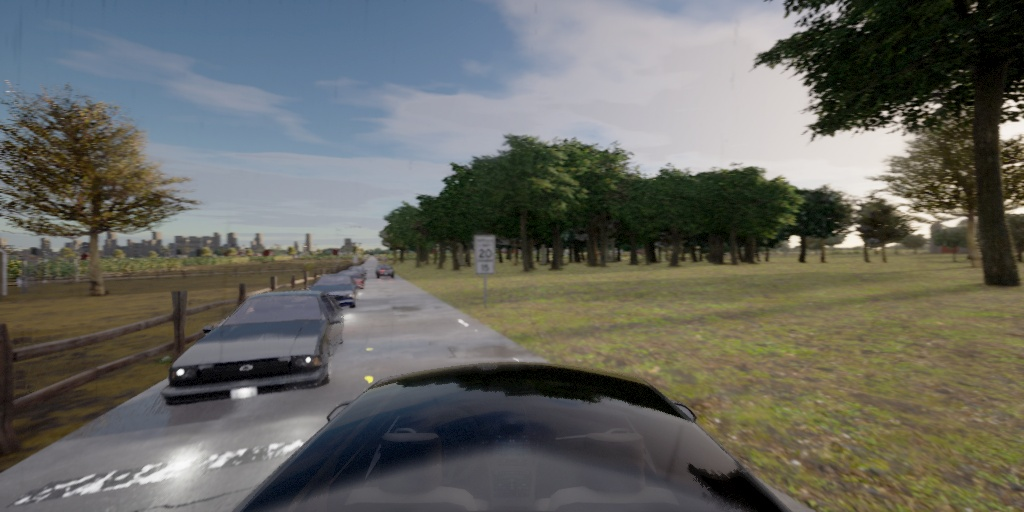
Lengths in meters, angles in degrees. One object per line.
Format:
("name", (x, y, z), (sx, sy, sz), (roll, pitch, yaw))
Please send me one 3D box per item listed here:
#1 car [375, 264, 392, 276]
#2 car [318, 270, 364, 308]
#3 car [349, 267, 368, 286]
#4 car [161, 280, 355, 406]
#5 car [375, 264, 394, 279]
("car", (-18.674, 1.960, 51.876), (2.128, 1.511, 4.902), (0, 0, -21))
("car", (-8.059, 1.551, 16.476), (2.033, 1.411, 5.357), (0, -1, -22))
("car", (-11.706, 1.707, 25.875), (1.994, 1.385, 4.181), (0, -1, -21))
("car", (-4.403, 1.411, 7.091), (2.033, 1.411, 5.357), (0, -1, -21))
("car", (-14.919, 1.838, 42.233), (2.128, 1.511, 4.902), (0, -1, -21))
